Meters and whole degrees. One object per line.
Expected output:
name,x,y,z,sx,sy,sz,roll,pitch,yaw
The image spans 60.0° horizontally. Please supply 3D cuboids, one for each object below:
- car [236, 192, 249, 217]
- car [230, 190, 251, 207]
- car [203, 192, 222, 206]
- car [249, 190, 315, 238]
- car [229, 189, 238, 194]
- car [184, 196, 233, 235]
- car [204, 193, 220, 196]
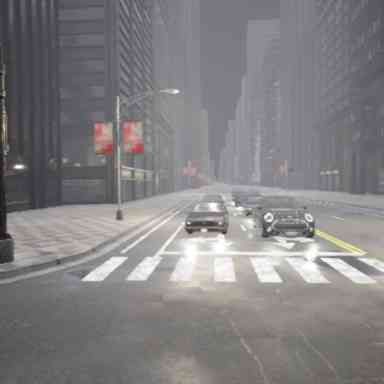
car,4.668,0.957,24.588,2.033,1.411,5.357,0,1,4
car,5.367,0.748,34.460,1.994,1.385,4.181,0,1,4
car,2.277,0.760,36.754,1.895,1.301,4.718,0,1,4
car,3.992,0.977,15.135,2.097,1.767,4.553,0,1,4
car,6.144,0.446,44.800,1.837,1.490,4.892,0,1,5
car,0.867,1.167,16.623,2.033,1.411,5.357,0,1,8
car,1.562,0.938,26.695,2.033,1.411,5.357,0,1,4
